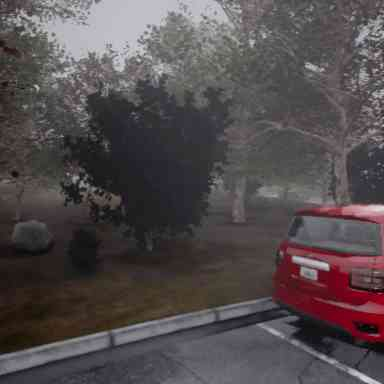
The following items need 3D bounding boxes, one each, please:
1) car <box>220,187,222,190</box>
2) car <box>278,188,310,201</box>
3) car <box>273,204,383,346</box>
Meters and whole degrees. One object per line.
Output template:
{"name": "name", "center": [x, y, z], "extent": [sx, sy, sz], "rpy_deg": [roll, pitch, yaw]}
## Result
{"name": "car", "center": [5.774, -1.055, 62.335], "extent": [2.033, 1.411, 5.357], "rpy_deg": [2, 3, -19]}
{"name": "car", "center": [12.688, 0.234, 41.456], "extent": [1.837, 1.490, 4.892], "rpy_deg": [2, 2, -19]}
{"name": "car", "center": [4.031, 1.244, 5.927], "extent": [5.566, 2.045, 2.435], "rpy_deg": [0, 0, -27]}
